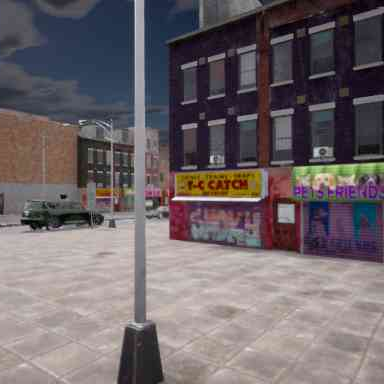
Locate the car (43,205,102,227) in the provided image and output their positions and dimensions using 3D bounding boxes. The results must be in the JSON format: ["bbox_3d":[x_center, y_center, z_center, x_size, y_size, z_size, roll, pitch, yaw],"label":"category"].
[{"bbox_3d":[-9.487,1.825,26.712,1.967,1.590,4.097,-2,-2,36],"label":"car"}]

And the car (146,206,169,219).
[{"bbox_3d":[-3.063,2.170,35.504,2.008,1.369,4.403,-2,-2,36],"label":"car"}]

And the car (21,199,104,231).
[{"bbox_3d":[-8.726,1.539,22.874,2.150,2.045,5.566,0,-1,34],"label":"car"}]
